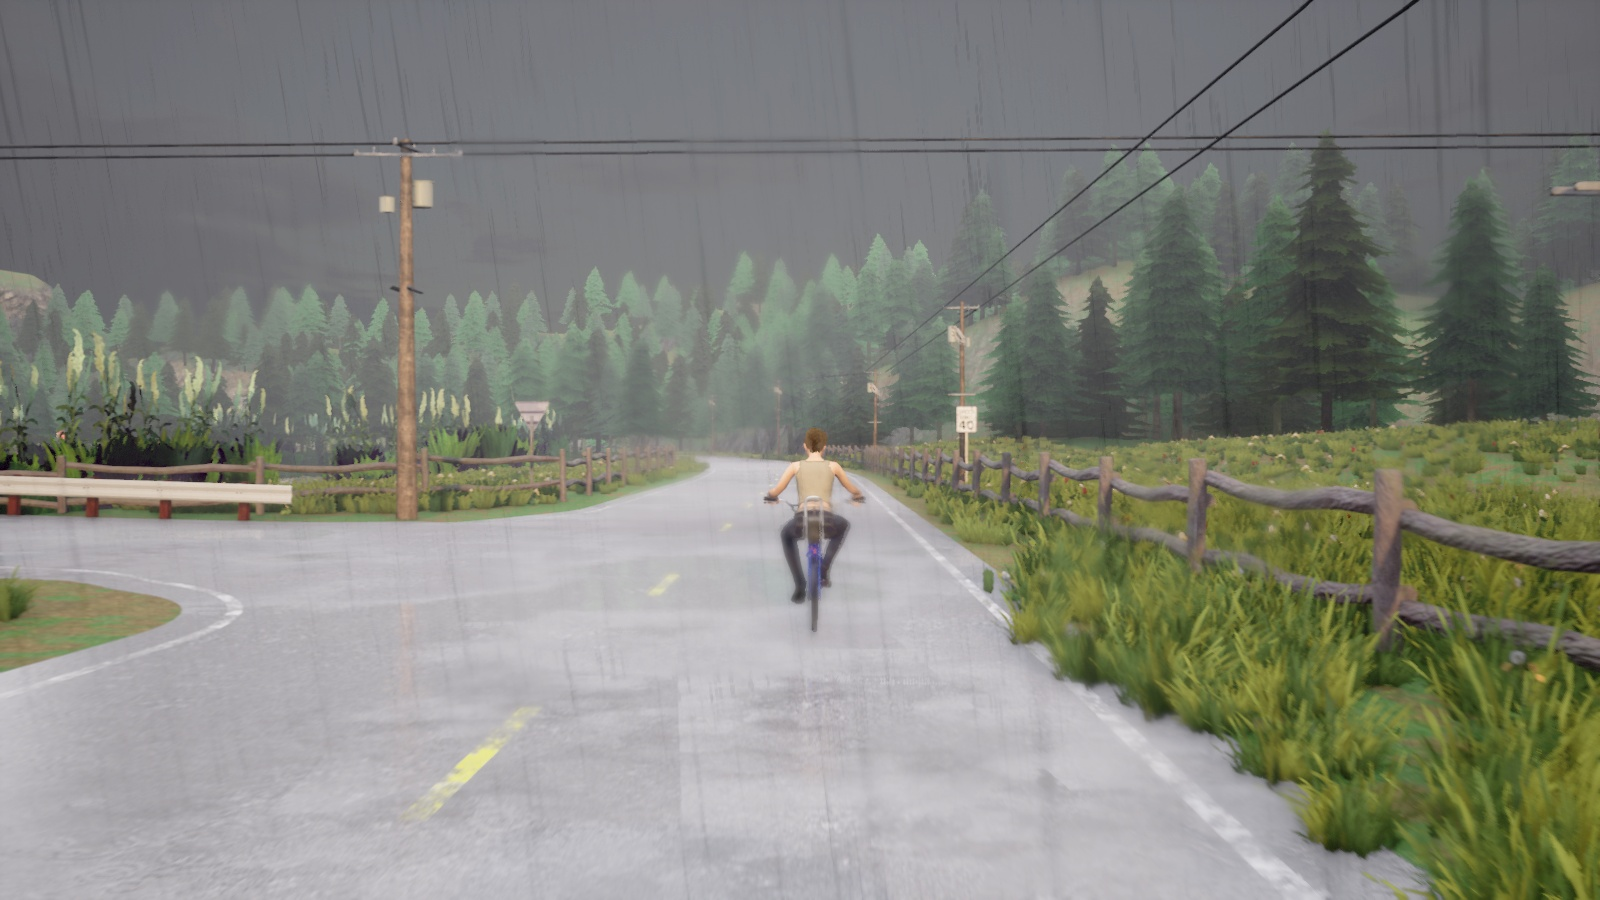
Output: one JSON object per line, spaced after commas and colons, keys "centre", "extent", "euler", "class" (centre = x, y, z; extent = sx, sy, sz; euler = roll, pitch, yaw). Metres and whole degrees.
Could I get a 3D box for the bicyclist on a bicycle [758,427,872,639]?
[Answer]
{"centre": [0.122, 0.624, 10.300], "extent": [0.866, 1.612, 1.509], "euler": [0, 0, 1], "class": "bicyclist on a bicycle"}
